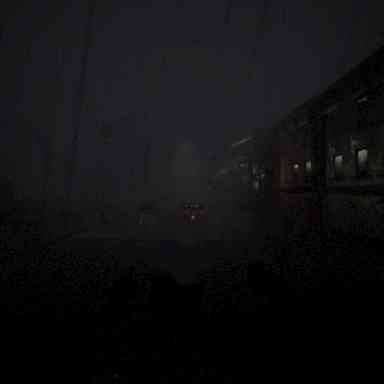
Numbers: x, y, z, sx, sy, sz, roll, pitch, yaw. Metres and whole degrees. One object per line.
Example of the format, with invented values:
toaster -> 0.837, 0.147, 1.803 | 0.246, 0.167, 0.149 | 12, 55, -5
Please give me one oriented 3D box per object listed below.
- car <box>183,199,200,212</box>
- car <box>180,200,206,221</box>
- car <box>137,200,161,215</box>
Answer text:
car -> -0.043, 1.534, 38.479 | 1.895, 1.301, 4.718 | 0, 0, 0
car -> 0.077, 1.555, 26.357 | 1.895, 1.301, 4.718 | 0, 0, 0
car -> -4.122, 1.508, 32.531 | 1.994, 1.385, 4.181 | 0, 0, 0
